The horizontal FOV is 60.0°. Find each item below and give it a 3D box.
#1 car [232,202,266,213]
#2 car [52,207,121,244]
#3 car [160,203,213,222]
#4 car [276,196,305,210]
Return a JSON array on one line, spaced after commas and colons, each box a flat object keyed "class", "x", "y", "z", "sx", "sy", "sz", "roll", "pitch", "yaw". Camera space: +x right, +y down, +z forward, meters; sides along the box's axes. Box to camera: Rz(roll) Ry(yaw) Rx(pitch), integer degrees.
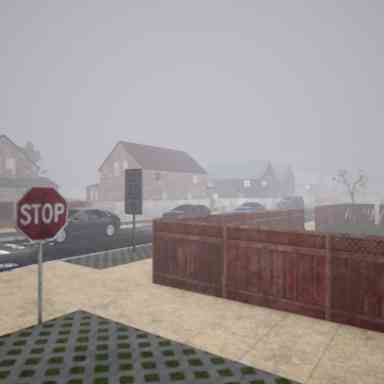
[{"class": "car", "x": 5.696, "y": 1.705, "z": 32.629, "sx": 1.812, "sy": 1.442, "sz": 4.674, "roll": 0, "pitch": 0, "yaw": 36}, {"class": "car", "x": -5.744, "y": 1.562, "z": 16.546, "sx": 1.837, "sy": 1.490, "sz": 4.892, "roll": 0, "pitch": 0, "yaw": 35}, {"class": "car", "x": -0.290, "y": 1.618, "z": 24.213, "sx": 1.837, "sy": 1.490, "sz": 4.892, "roll": 0, "pitch": 0, "yaw": 36}, {"class": "car", "x": 12.609, "y": 1.484, "z": 42.277, "sx": 2.150, "sy": 2.045, "sz": 5.566, "roll": 0, "pitch": 0, "yaw": 35}]
